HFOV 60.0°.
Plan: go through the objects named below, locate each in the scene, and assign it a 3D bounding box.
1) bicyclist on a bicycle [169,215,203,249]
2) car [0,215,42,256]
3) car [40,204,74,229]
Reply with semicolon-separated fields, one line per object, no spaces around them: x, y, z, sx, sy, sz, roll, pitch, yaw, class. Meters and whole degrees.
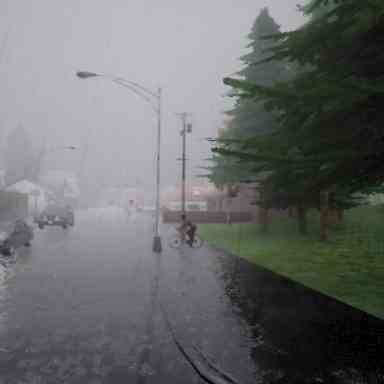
-0.273;1.917;15.960;1.656;1.620;0.582;1;-2;-12;bicyclist on a bicycle
-8.717;1.974;15.250;2.033;1.411;5.357;1;-2;-12;car
-11.682;2.080;28.984;2.150;2.045;5.566;1;-1;-11;car
